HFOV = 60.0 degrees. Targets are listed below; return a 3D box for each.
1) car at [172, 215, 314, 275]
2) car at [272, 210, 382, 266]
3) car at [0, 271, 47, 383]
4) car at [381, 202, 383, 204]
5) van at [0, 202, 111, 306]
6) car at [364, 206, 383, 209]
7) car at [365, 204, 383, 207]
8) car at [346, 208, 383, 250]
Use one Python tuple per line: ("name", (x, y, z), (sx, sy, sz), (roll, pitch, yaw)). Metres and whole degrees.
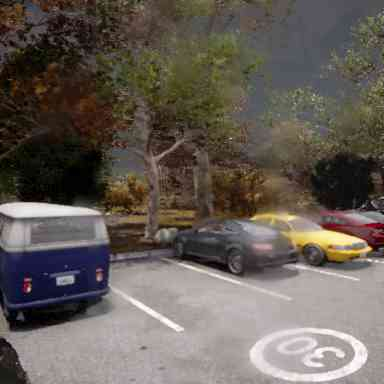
("car", (1.171, 1.552, 10.633), (2.002, 1.452, 4.674), (0, 0, -35))
("car", (3.546, 1.523, 12.100), (1.946, 1.575, 5.366), (0, 0, -35))
("car", (-3.004, 1.558, 1.542), (4.181, 1.385, 1.994), (0, 0, -35))
("car", (14.780, 1.599, 20.332), (2.097, 1.535, 5.008), (0, 0, -35))
("van", (-3.435, 1.260, 7.498), (1.878, 1.987, 4.442), (0, 0, -35))
("car", (7.991, 1.582, 15.462), (2.163, 1.488, 4.792), (0, 0, -35))
("car", (10.225, 1.595, 17.126), (2.163, 1.488, 4.792), (0, 0, -35))
("car", (5.710, 1.539, 13.864), (2.097, 1.535, 5.008), (0, 0, -35))
